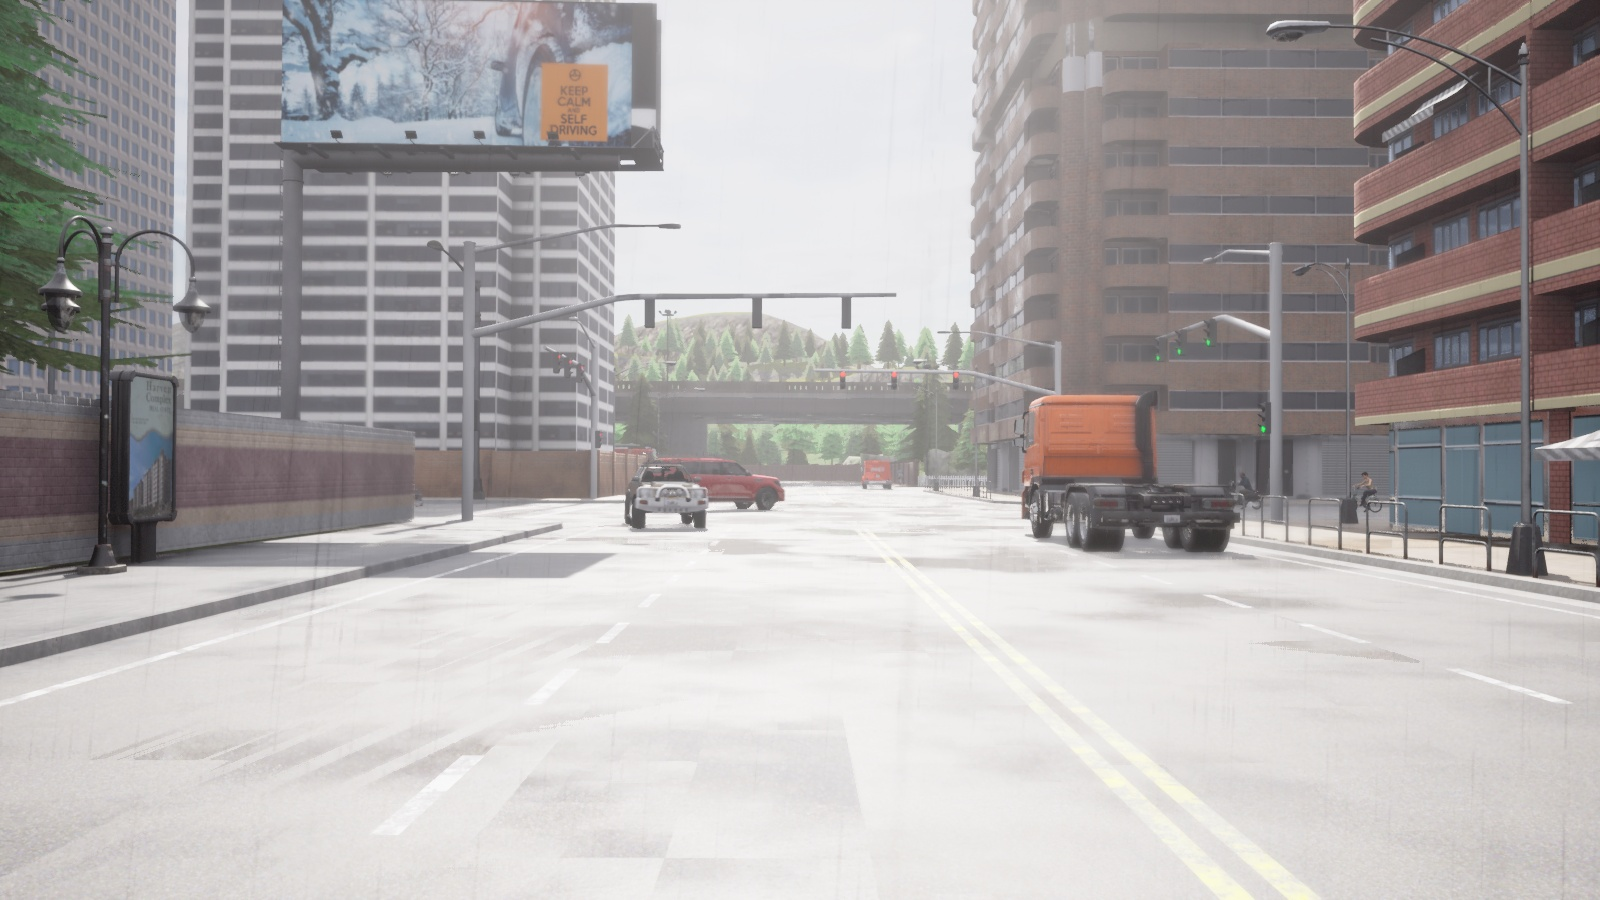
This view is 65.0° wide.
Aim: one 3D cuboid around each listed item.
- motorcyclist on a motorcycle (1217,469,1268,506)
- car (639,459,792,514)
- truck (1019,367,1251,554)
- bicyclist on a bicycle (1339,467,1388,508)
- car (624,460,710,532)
[{"bbox_3d":[18.769,1.585,53.265,1.817,1.590,0.866,0,-1,0],"label":"motorcyclist on a motorcycle"},{"bbox_3d":[-3.275,1.368,49.026,5.566,2.045,2.150,0,-1,-30],"label":"car"},{"bbox_3d":[6.917,0.263,27.349,2.891,3.462,7.936,0,-1,0],"label":"truck"},{"bbox_3d":[22.322,1.495,49.752,1.509,1.612,0.866,0,-1,0],"label":"bicyclist on a bicycle"},{"bbox_3d":[-3.734,1.226,34.620,1.932,1.855,4.605,0,-1,-11],"label":"car"}]
